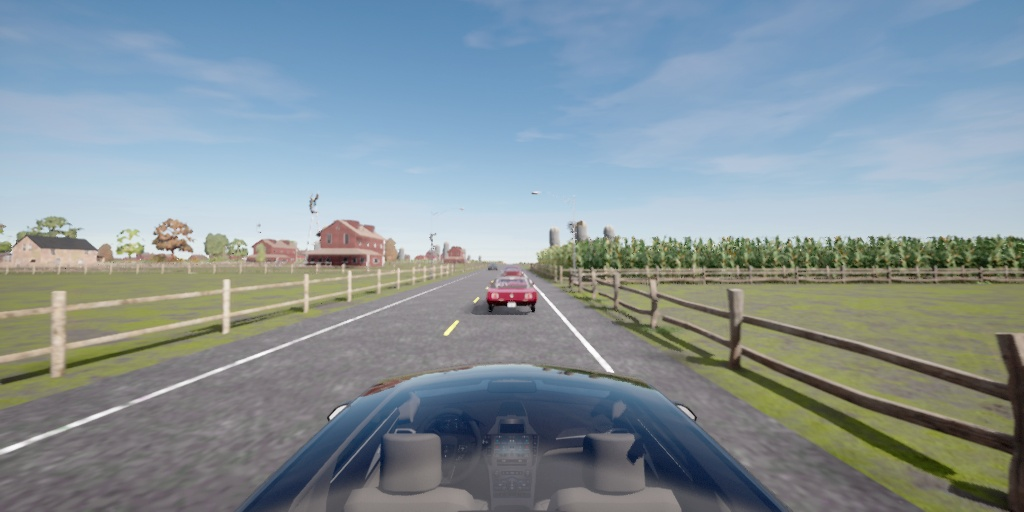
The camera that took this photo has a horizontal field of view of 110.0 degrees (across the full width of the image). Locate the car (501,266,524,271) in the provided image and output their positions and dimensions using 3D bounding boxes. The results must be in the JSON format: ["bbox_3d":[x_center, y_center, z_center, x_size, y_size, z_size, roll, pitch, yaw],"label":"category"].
[{"bbox_3d":[0.002,1.594,30.760,1.812,1.442,4.674,0,0,0],"label":"car"}]

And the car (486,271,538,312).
[{"bbox_3d":[0.009,1.495,15.125,1.895,1.301,4.718,0,-1,0],"label":"car"}]
